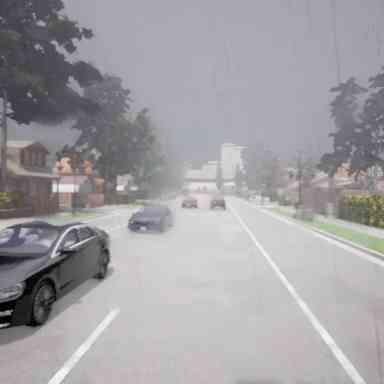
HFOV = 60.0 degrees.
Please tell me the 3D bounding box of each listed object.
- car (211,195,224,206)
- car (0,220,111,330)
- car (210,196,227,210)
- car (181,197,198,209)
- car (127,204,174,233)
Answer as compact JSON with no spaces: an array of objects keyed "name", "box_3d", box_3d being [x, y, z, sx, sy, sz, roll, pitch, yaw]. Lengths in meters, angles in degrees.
[{"name":"car","box_3d":[4.054,1.341,51.956,1.882,1.535,5.008,1,0,5]},{"name":"car","box_3d":[-3.170,1.398,6.964,2.128,1.511,4.902,1,0,5]},{"name":"car","box_3d":[3.268,1.404,41.557,1.837,1.490,4.892,1,0,5]},{"name":"car","box_3d":[-0.234,1.347,42.713,1.812,1.442,4.674,1,0,5]},{"name":"car","box_3d":[-2.194,1.423,19.152,2.033,1.411,5.357,1,0,5]}]
